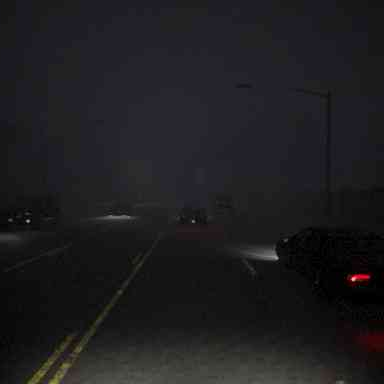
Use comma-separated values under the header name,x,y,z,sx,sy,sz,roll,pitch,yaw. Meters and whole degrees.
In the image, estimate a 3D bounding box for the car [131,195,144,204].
name,x,y,z,sx,sy,sz,roll,pitch,yaw
car,-10.518,1.382,63.269,2.097,1.767,4.553,0,1,0

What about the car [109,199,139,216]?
name,x,y,z,sx,sy,sz,roll,pitch,yaw
car,-7.097,1.680,34.193,1.994,1.385,4.181,0,0,0

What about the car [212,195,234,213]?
name,x,y,z,sx,sy,sz,roll,pitch,yaw
car,3.591,1.353,39.285,2.150,2.045,5.566,0,0,0

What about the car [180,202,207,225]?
name,x,y,z,sx,sy,sz,roll,pitch,yaw
car,0.094,1.685,24.538,1.895,1.301,4.718,0,0,0

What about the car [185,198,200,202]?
name,x,y,z,sx,sy,sz,roll,pitch,yaw
car,0.090,1.606,47.213,1.882,1.535,5.008,0,0,0

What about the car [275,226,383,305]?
name,x,y,z,sx,sy,sz,roll,pitch,yaw
car,3.597,1.577,8.361,2.033,1.411,5.357,0,0,0

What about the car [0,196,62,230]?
name,x,y,z,sx,sy,sz,roll,pitch,yaw
car,-10.604,1.297,22.206,2.150,2.045,5.566,0,0,0
